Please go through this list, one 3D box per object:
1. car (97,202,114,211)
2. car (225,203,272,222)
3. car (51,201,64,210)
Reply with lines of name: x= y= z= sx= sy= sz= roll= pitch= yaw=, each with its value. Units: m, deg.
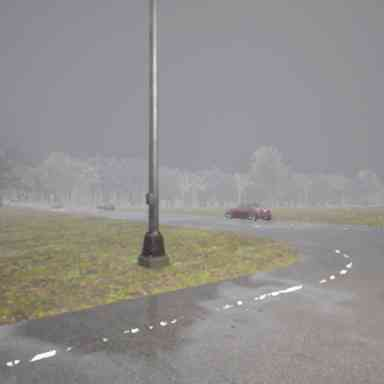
car: x=-15.639 y=2.622 z=59.958 sx=2.128 sy=1.511 sz=4.902 roll=2 pitch=-3 yaw=-36
car: x=5.179 y=1.776 z=30.945 sx=2.097 sy=1.767 sz=4.553 roll=2 pitch=-3 yaw=-36
car: x=-25.650 y=2.565 z=63.349 sx=1.837 sy=1.490 sz=4.892 roll=2 pitch=-2 yaw=-29
